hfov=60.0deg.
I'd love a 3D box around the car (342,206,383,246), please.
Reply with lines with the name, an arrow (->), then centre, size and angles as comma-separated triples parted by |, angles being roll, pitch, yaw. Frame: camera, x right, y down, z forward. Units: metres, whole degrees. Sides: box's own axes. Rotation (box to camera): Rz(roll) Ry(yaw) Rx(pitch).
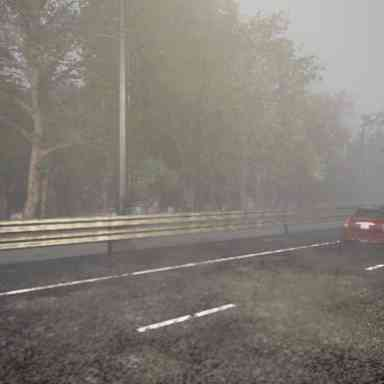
car -> 8.441, 1.371, 14.180 | 4.553, 1.767, 2.097 | 0, 0, -36
